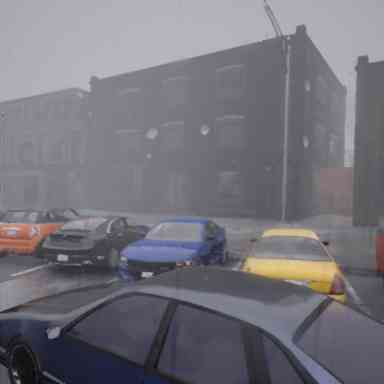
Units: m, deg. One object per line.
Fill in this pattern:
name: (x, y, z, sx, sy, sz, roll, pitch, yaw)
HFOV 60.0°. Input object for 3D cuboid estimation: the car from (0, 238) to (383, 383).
car: (0.055, 1.546, 3.327, 5.357, 1.411, 2.033, 0, 0, 35)

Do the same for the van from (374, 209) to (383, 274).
van: (4.620, 1.255, 5.674, 1.878, 1.987, 4.442, 1, -1, 15)

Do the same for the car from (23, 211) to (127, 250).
car: (-2.748, 1.478, 10.997, 2.231, 1.521, 4.892, 0, -1, 15)

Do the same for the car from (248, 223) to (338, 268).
car: (2.234, 1.480, 7.714, 1.946, 1.575, 5.366, 0, -1, 15)

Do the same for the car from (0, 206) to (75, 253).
car: (-5.234, 1.349, 12.710, 2.185, 1.767, 4.553, 0, -1, 14)

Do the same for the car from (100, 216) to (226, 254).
car: (-0.263, 1.479, 9.281, 2.097, 1.535, 5.008, 1, -1, 15)
